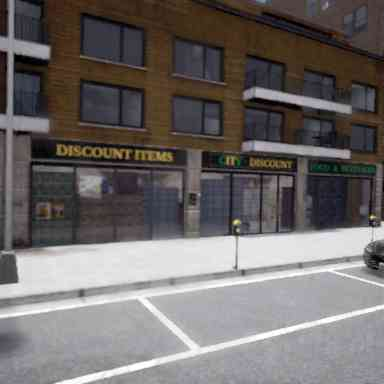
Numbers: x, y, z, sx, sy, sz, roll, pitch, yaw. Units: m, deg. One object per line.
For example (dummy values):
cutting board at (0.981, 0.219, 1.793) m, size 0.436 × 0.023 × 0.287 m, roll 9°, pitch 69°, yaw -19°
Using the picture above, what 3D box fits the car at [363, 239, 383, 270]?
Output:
car at (6.875, 1.561, 9.523) m, size 4.313 × 1.339 × 1.947 m, roll 1°, pitch 1°, yaw -28°
